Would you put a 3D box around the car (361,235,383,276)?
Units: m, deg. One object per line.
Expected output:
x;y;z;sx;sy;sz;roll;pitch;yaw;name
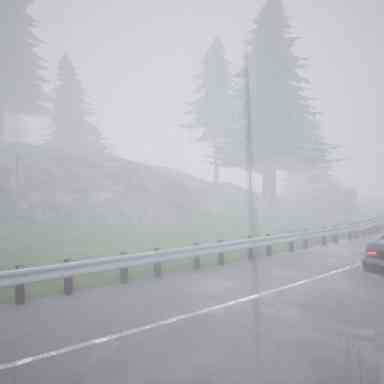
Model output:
6.626;1.546;9.266;5.357;1.411;2.033;0;0;-41;car
